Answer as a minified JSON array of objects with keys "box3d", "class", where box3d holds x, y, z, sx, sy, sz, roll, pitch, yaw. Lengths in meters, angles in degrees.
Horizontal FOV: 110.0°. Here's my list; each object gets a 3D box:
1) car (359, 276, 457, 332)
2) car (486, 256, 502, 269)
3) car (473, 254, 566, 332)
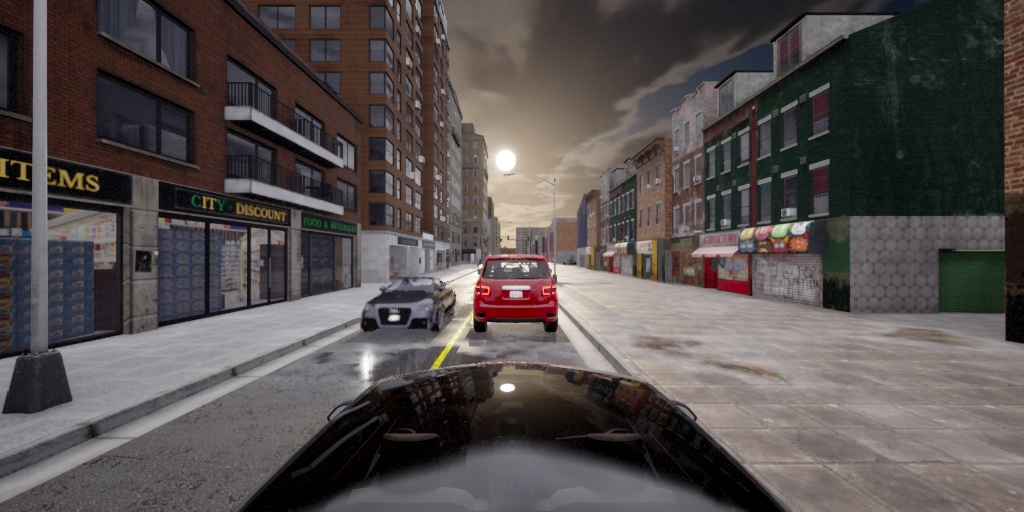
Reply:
[{"box3d":[-2.864,1.314,10.716,1.994,1.385,4.181,0,0,0],"class":"car"},{"box3d":[-2.820,0.976,57.460,2.150,2.045,5.566,0,0,0],"class":"car"},{"box3d":[0.090,0.972,10.947,2.150,2.045,5.566,0,0,0],"class":"car"}]
